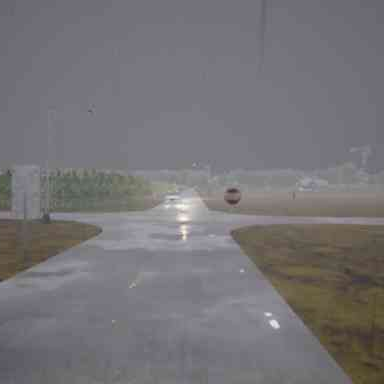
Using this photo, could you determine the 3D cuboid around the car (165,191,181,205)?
[{"bbox_3d":[-2.758,0.868,48.997,2.150,2.045,5.566,0,3,0],"label":"car"}]
